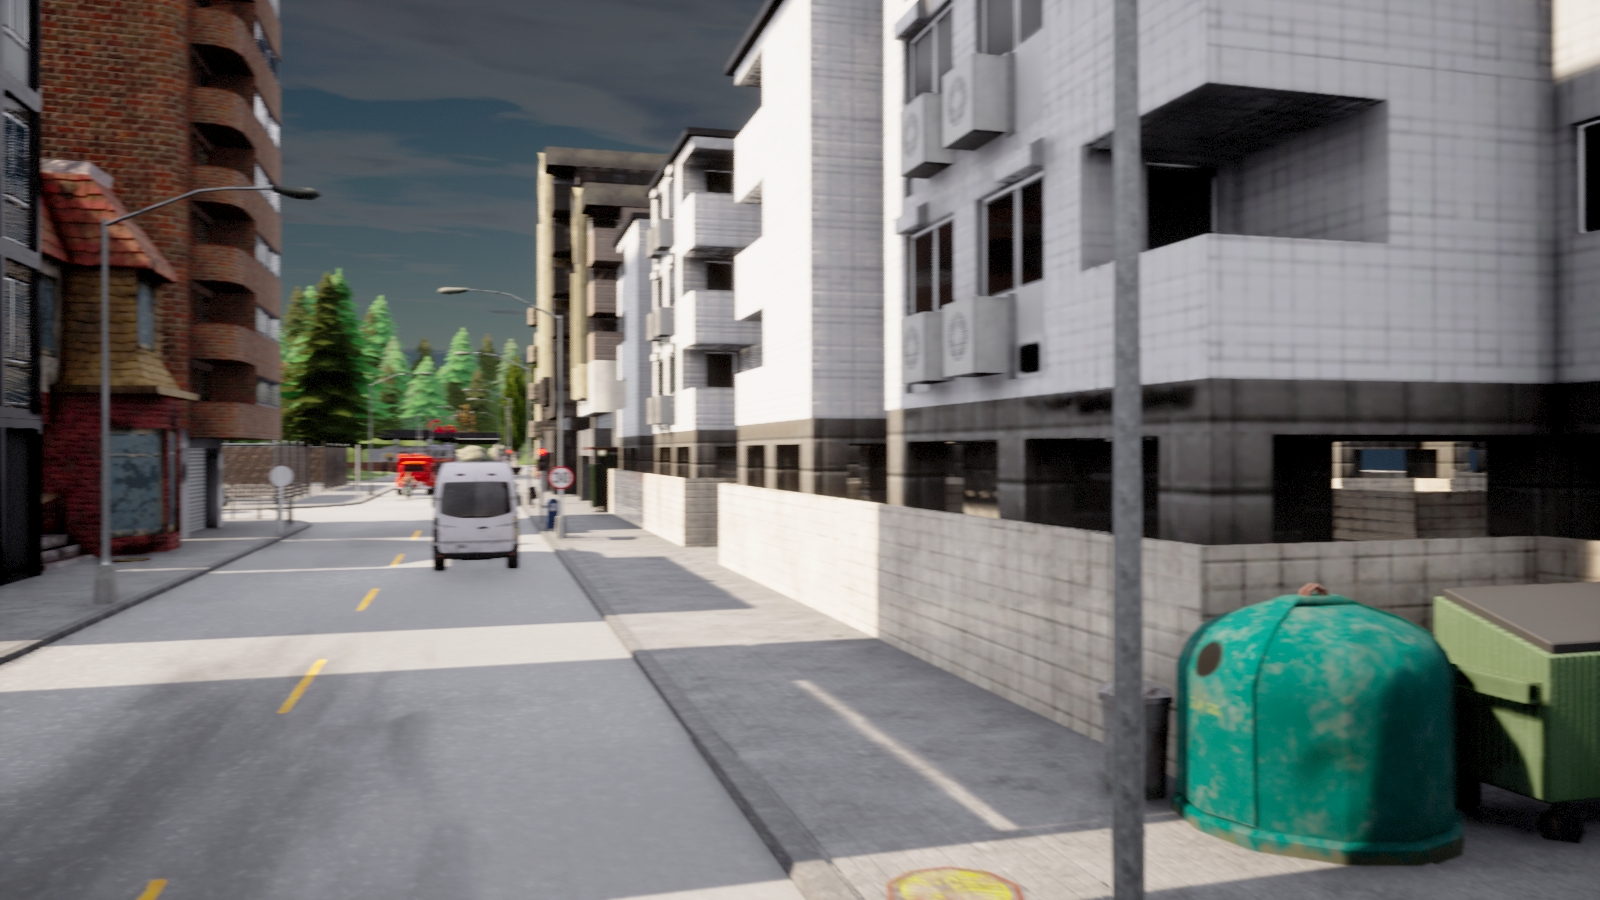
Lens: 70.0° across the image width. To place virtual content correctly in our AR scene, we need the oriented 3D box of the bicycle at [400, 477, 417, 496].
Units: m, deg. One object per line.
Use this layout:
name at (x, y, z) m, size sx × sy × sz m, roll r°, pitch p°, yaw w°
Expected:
bicycle at (-23.105, 2.136, 67.376) m, size 0.859 × 1.080 × 1.487 m, roll 0°, pitch 0°, yaw -15°

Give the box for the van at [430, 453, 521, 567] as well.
van at (-8.180, 1.352, 28.875) m, size 1.988 × 2.561 × 5.915 m, roll 0°, pitch 0°, yaw -16°
